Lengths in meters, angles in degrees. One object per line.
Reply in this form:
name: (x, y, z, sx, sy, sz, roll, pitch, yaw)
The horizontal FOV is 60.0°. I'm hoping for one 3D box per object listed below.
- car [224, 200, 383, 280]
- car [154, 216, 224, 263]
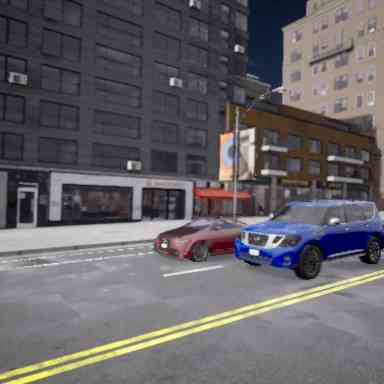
car: (3.912, 1.278, 10.460, 5.566, 2.045, 2.150, 1, 0, -35)
car: (0.712, 1.607, 12.169, 4.181, 1.385, 1.994, 1, 0, -35)
